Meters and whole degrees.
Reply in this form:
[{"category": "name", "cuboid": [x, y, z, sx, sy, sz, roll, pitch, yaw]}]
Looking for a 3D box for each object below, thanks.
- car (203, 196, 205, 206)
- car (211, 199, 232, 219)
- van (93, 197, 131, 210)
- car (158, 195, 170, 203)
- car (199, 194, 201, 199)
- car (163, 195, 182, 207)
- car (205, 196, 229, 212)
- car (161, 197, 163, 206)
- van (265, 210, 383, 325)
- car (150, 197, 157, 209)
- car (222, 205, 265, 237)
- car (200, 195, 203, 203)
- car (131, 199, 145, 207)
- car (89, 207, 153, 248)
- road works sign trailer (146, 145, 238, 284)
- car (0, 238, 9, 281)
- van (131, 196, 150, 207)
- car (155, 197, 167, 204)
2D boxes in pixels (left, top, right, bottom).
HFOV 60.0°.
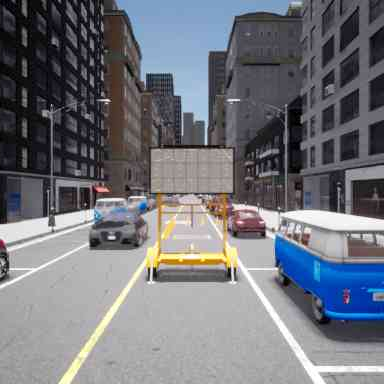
[{"category": "car", "cuboid": [2.858, 1.443, 45.363, 1.967, 1.590, 4.097, 0, 0, 0]}, {"category": "car", "cuboid": [2.858, 1.581, 28.858, 1.802, 1.307, 4.206, 0, 0, 0]}, {"category": "van", "cuboid": [-5.669, 1.340, 23.359, 1.690, 1.788, 3.998, 0, 0, 0]}, {"category": "car", "cuboid": [-5.667, 1.451, 67.369, 1.967, 1.590, 4.097, 0, 0, 0]}, {"category": "car", "cuboid": [2.859, 1.577, 67.368, 1.947, 1.339, 4.313, 0, 0, 0]}, {"category": "car", "cuboid": [-2.997, 1.568, 52.198, 1.994, 1.385, 4.181, 0, 0, 0]}, {"category": "car", "cuboid": [2.857, 1.315, 34.360, 2.192, 1.841, 5.009, 0, 0, 0]}, {"category": "car", "cuboid": [-5.667, 1.572, 56.366, 1.947, 1.339, 4.313, 0, 0, 0]}, {"category": "van", "cuboid": [2.856, 1.341, 6.853, 1.690, 1.788, 3.998, 0, 0, 0]}, {"category": "car", "cuboid": [-5.667, 1.567, 39.862, 1.947, 1.339, 4.313, 0, 0, 0]}, {"category": "car", "cuboid": [2.857, 1.581, 17.856, 1.802, 1.307, 4.206, 0, 0, 0]}, {"category": "car", "cuboid": [2.858, 1.557, 56.365, 2.008, 1.369, 4.403, 0, 0, 0]}, {"category": "car", "cuboid": [-5.668, 1.550, 28.859, 2.008, 1.369, 4.403, 0, 0, 0]}, {"category": "car", "cuboid": [-3.099, 1.563, 14.759, 1.994, 1.385, 4.181, 0, 0, 0]}, {"category": "road works sign trailer", "cuboid": [0.001, 0.464, 9.532, 2.380, 3.560, 2.880, 0, 0, 0]}, {"category": "car", "cuboid": [-5.669, 1.440, 6.854, 1.967, 1.590, 4.097, 0, 0, 0]}, {"category": "van", "cuboid": [-5.668, 1.341, 34.360, 1.690, 1.788, 3.998, 0, 0, 0]}, {"category": "car", "cuboid": [-5.667, 1.591, 61.867, 1.802, 1.307, 4.206, 0, 0, 0]}]
